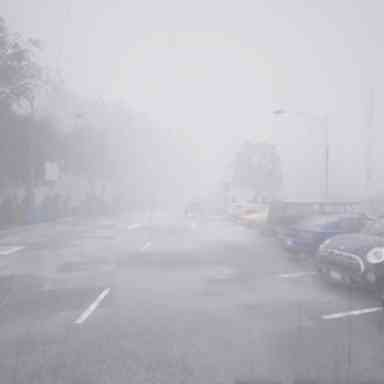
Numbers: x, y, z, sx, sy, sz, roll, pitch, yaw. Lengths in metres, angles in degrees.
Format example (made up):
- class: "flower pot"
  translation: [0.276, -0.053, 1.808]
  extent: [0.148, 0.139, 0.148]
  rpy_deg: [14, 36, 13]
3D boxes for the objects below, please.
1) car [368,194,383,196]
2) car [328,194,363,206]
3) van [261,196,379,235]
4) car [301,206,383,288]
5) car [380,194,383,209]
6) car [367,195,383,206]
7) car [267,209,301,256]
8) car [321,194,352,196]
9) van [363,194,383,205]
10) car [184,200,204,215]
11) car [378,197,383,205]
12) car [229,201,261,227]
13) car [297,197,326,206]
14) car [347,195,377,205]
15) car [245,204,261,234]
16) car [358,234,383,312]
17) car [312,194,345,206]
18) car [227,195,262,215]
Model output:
- class: "car"
  translation: [24.486, 1.296, 42.589]
  extent: [2.435, 2.045, 5.566]
  rpy_deg: [-1, 1, -21]
- class: "car"
  translation: [27.391, 1.348, 59.555]
  extent: [2.435, 2.045, 5.566]
  rpy_deg: [0, -1, -21]
- class: "van"
  translation: [5.566, 1.287, 14.525]
  extent: [4.442, 1.987, 1.878]
  rpy_deg: [1, 0, -20]
- class: "car"
  translation: [5.446, 1.366, 8.477]
  extent: [4.553, 1.767, 2.185]
  rpy_deg: [1, 0, -20]
- class: "car"
  translation: [27.445, 1.287, 42.644]
  extent: [2.435, 2.045, 5.566]
  rpy_deg: [-1, 1, -21]
- class: "car"
  translation: [21.521, 1.586, 42.526]
  extent: [2.163, 1.488, 4.792]
  rpy_deg: [-1, 1, -21]
- class: "car"
  translation: [5.427, 1.501, 11.480]
  extent: [5.008, 1.535, 2.097]
  rpy_deg: [1, 0, -20]
- class: "car"
  translation: [18.604, 1.315, 42.430]
  extent: [2.435, 2.045, 5.566]
  rpy_deg: [0, 1, -21]
- class: "van"
  translation: [33.369, 1.357, 59.799]
  extent: [1.878, 1.987, 4.442]
  rpy_deg: [0, -1, -21]
- class: "car"
  translation: [0.208, 1.607, 35.276]
  extent: [2.128, 1.511, 4.902]
  rpy_deg: [0, 0, 0]
- class: "car"
  translation: [36.439, 1.573, 59.754]
  extent: [2.231, 1.521, 4.892]
  rpy_deg: [0, -1, -21]
- class: "car"
  translation: [5.315, 1.526, 20.425]
  extent: [5.366, 1.575, 1.946]
  rpy_deg: [1, 0, -20]
- class: "car"
  translation: [21.308, 1.649, 59.473]
  extent: [2.163, 1.488, 4.792]
  rpy_deg: [0, -1, -21]
- class: "car"
  translation: [30.388, 1.466, 59.665]
  extent: [2.185, 1.767, 4.553]
  rpy_deg: [0, -1, -21]
- class: "car"
  translation: [5.479, 1.561, 17.482]
  extent: [4.674, 1.452, 2.002]
  rpy_deg: [1, 0, -20]
- class: "car"
  translation: [5.390, 1.522, 5.468]
  extent: [4.674, 1.452, 2.002]
  rpy_deg: [1, 0, -20]
- class: "car"
  translation: [24.331, 1.359, 59.537]
  extent: [2.435, 2.045, 5.566]
  rpy_deg: [0, -1, -21]
- class: "car"
  translation: [5.540, 1.300, 26.517]
  extent: [5.566, 2.045, 2.435]
  rpy_deg: [1, 0, -20]
